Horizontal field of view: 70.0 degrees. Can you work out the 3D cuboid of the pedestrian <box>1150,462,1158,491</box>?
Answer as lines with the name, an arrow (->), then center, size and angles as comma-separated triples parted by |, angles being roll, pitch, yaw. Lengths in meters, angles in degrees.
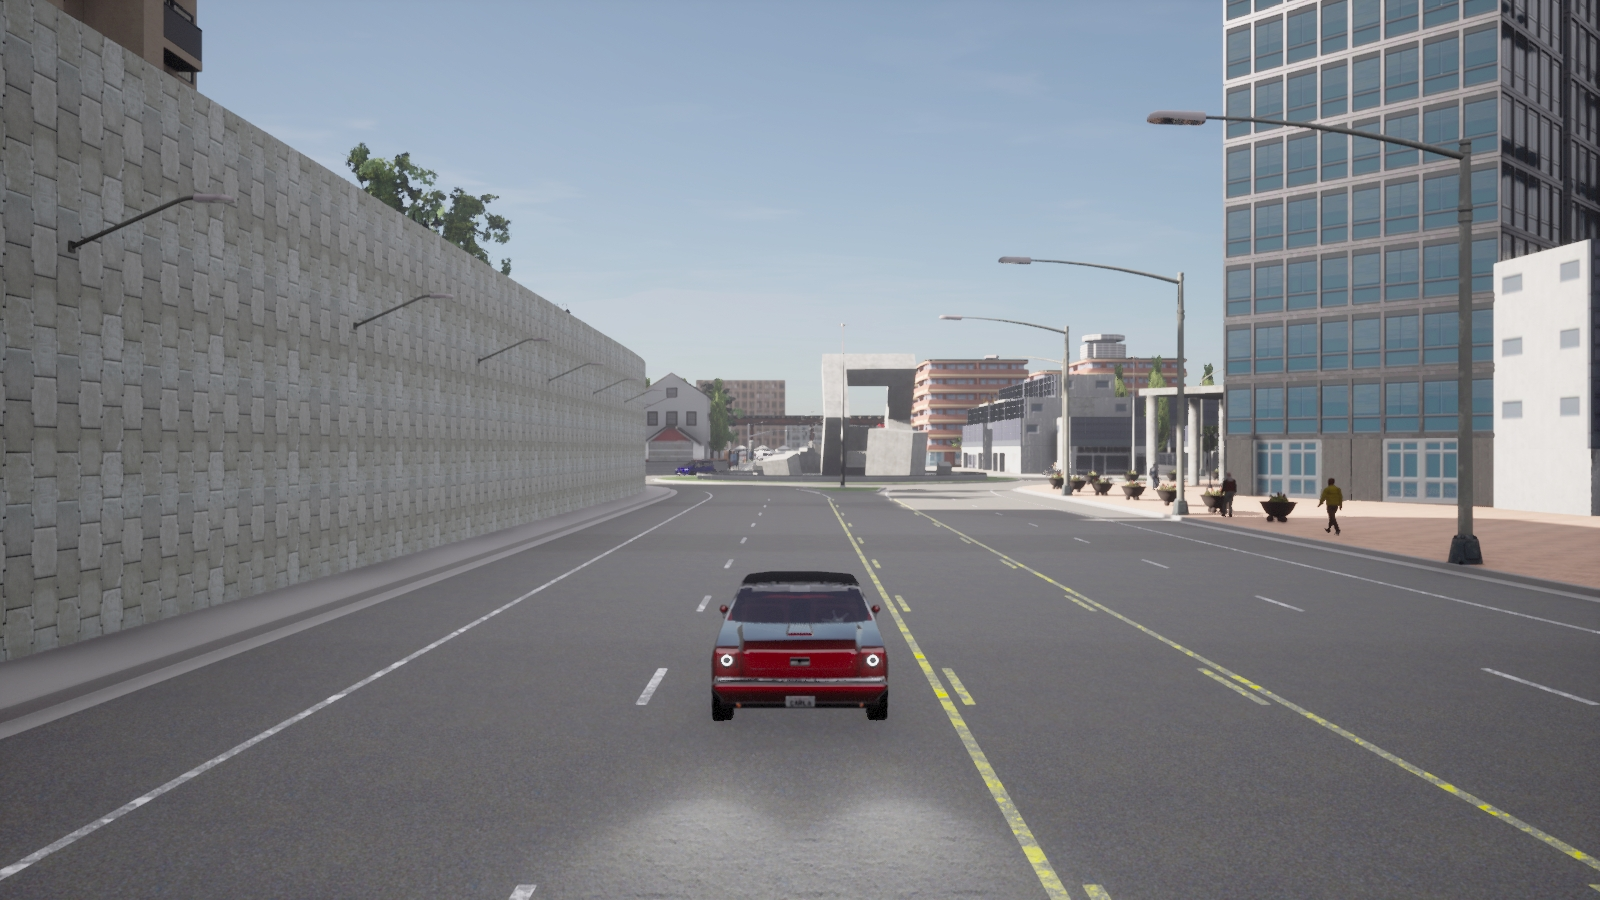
pedestrian -> 23.074, 1.743, 74.526 | 0.375, 1.860, 0.375 | 0, 0, 36

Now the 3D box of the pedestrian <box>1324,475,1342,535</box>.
pedestrian -> 16.535, 1.708, 35.450 | 0.375, 1.860, 0.375 | 0, 0, -1

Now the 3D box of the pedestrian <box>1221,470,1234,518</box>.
pedestrian -> 16.605, 1.713, 44.379 | 0.375, 1.860, 0.375 | 0, 0, 1

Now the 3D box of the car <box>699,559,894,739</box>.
car -> -0.034, 2.160, 13.460 | 1.895, 1.301, 4.718 | 0, 0, 0
